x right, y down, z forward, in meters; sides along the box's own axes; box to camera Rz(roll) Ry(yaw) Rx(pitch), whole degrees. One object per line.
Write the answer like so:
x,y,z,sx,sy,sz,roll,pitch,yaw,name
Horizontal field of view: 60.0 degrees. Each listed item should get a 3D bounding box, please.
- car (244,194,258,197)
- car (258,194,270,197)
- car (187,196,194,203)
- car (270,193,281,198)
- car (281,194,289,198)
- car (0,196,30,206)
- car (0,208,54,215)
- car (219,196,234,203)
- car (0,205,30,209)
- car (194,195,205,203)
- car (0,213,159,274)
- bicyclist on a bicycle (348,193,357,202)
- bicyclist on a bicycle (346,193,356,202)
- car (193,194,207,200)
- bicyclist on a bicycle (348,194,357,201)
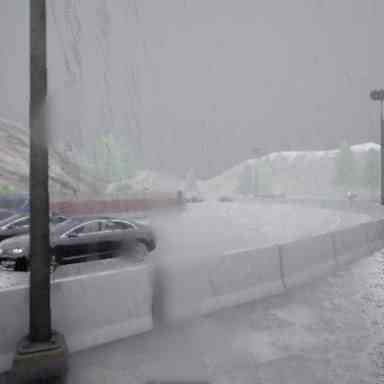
14.546,1.471,87.140,1.895,1.301,4.718,0,0,-21,car
17.820,1.374,88.373,2.128,1.511,4.902,0,0,-21,car
-2.032,1.739,71.783,2.033,1.411,5.357,0,0,-21,car
21.094,1.178,89.607,2.097,1.767,4.553,0,0,-21,car
24.350,1.322,90.897,2.128,1.511,4.902,0,0,-21,car
-11.086,1.262,17.607,5.566,2.045,2.150,0,0,-38,car
-6.217,1.531,12.643,4.902,1.511,2.128,1,0,-39,car
7.761,1.620,75.568,1.837,1.490,4.892,0,0,-21,car
-9.190,1.542,14.745,4.892,1.490,1.837,1,0,-38,car
1.232,1.673,73.044,1.837,1.490,4.892,0,0,-21,car
-3.362,1.532,10.477,4.902,1.511,2.128,1,0,-40,car
36.101,1.228,74.708,1.656,1.620,0.582,24,-9,-20,bicyclist on a bicycle
35.924,1.231,75.191,1.656,1.620,0.582,25,-8,-19,bicyclist on a bicycle
2.056,1.439,90.328,2.128,1.511,4.902,0,0,-21,car
36.291,1.230,74.166,1.656,1.620,0.582,22,-7,-19,bicyclist on a bicycle
